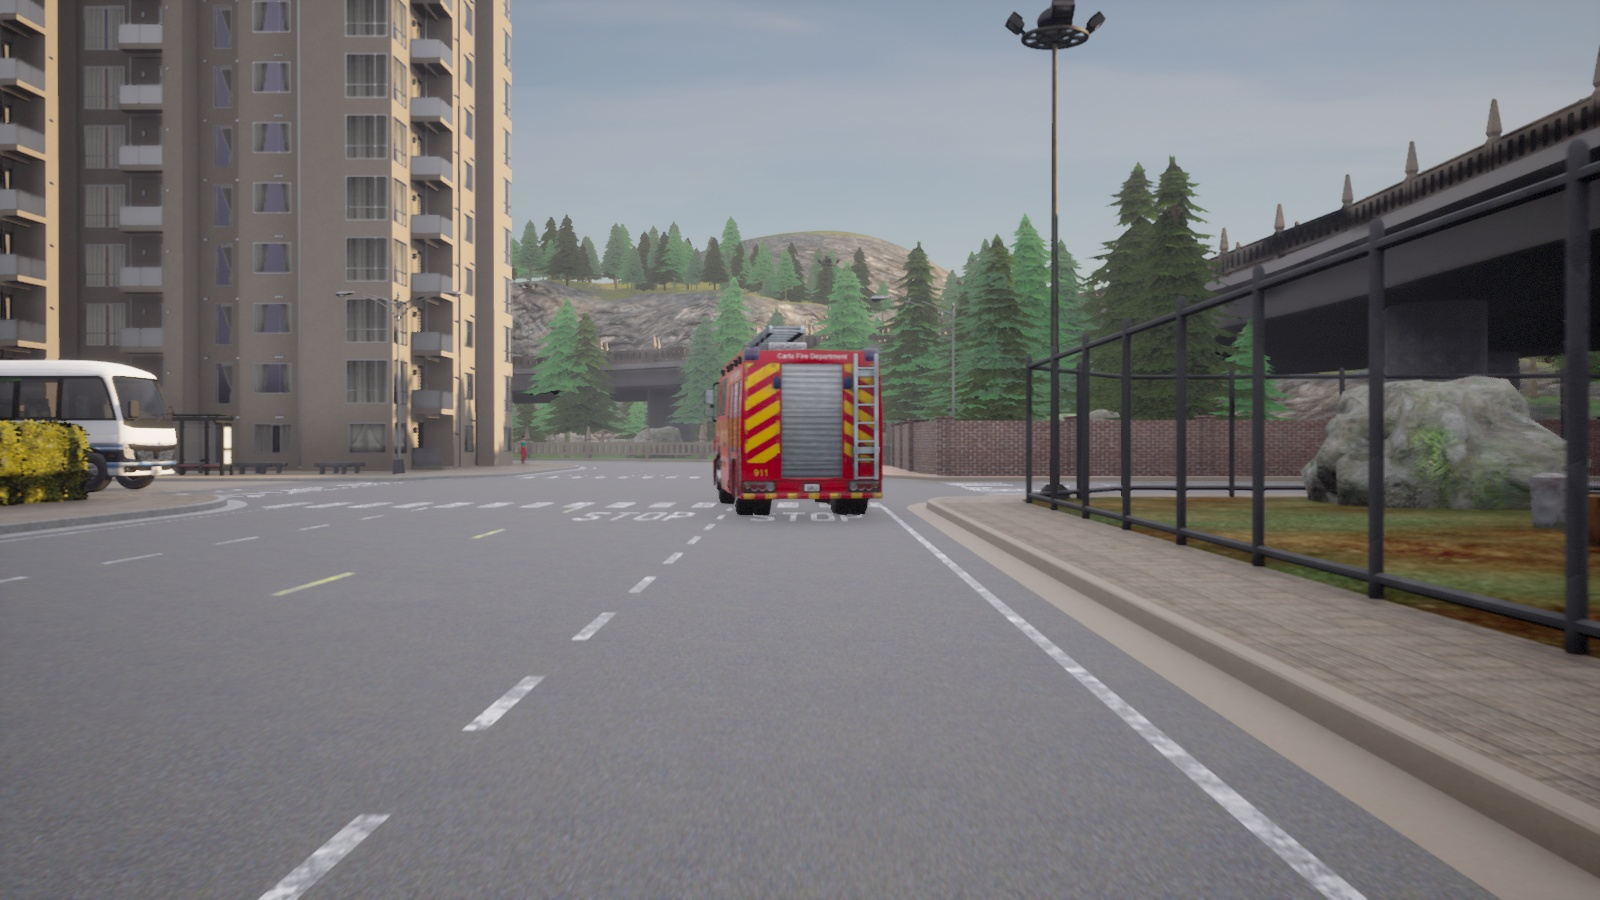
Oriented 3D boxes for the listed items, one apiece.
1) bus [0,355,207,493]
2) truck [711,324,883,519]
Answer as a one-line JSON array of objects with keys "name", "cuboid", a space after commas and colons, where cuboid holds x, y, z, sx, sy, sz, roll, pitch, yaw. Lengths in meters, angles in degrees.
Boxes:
[{"name": "bus", "cuboid": [-25.356, -0.825, 40.863, 10.273, 4.253, 3.944, 0, 0, 0]}, {"name": "truck", "cuboid": [-0.342, -0.581, 28.926, 2.891, 3.827, 8.468, 0, 0, -8]}]
